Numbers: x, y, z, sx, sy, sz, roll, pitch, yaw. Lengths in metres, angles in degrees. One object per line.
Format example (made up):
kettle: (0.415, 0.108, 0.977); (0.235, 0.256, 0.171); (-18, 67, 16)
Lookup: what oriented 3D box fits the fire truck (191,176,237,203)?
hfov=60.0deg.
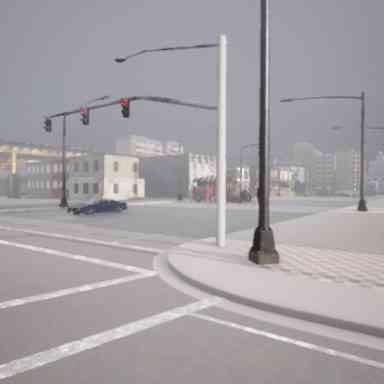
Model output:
fire truck: (3.401, -0.414, 49.309); (2.891, 3.827, 8.468); (1, 1, 37)

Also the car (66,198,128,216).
car: (-7.934, 1.213, 28.376); (2.033, 1.411, 5.357); (0, 1, 37)

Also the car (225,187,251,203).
car: (6.614, 0.618, 47.885); (2.097, 1.767, 4.553); (1, 1, 37)
